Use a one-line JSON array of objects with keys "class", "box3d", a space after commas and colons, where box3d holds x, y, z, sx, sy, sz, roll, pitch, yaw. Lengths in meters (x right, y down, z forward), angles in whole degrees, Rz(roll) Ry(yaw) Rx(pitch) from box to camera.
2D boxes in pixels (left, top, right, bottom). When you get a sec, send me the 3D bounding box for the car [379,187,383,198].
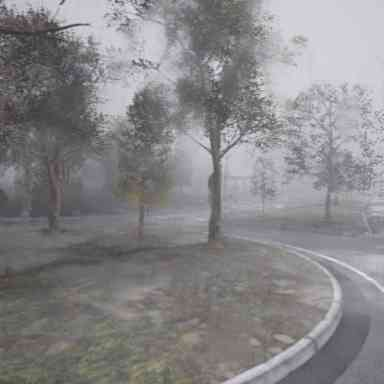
[{"class": "car", "box3d": [27.548, 0.044, 46.946, 1.837, 1.490, 4.892, 1, 3, 33]}]
